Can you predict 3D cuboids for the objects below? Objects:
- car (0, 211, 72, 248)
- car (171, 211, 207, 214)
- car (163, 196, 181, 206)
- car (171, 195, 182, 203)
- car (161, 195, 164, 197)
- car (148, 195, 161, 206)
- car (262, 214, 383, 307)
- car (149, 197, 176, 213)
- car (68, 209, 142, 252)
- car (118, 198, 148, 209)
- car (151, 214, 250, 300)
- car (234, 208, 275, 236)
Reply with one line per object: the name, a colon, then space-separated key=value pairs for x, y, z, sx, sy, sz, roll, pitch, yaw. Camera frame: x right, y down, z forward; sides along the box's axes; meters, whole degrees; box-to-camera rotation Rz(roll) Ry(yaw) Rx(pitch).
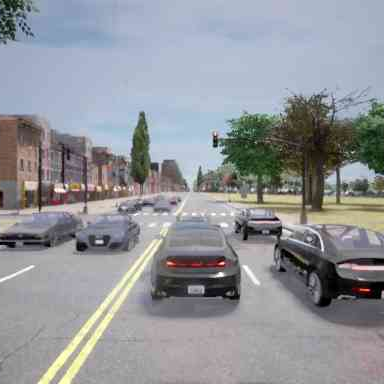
car: x=-6.599 y=1.616 z=15.378 sx=2.033 sy=1.411 sz=5.357 roll=0 pitch=0 yaw=0
car: x=0.053 y=1.684 z=17.733 sx=1.895 sy=1.301 sz=4.718 roll=0 pitch=0 yaw=0
car: x=-3.338 y=1.615 z=54.955 sx=1.895 sy=1.301 sz=4.718 roll=0 pitch=1 yaw=0
car: x=-3.245 y=1.437 z=69.358 sx=1.994 sy=1.385 sz=4.181 roll=0 pitch=1 yaw=0
car: x=-6.495 y=1.385 z=69.102 sx=1.837 sy=1.490 sz=4.892 roll=0 pitch=1 yaw=0
car: x=-6.592 y=1.581 z=52.608 sx=2.033 sy=1.411 sz=5.357 roll=0 pitch=0 yaw=0
car: x=3.331 y=1.512 z=7.986 sx=2.128 sy=1.511 sz=4.902 roll=0 pitch=0 yaw=0
car: x=-3.345 y=1.665 z=38.650 sx=2.033 sy=1.411 sz=5.357 roll=0 pitch=0 yaw=0
car: x=-3.350 y=1.624 z=13.981 sx=1.994 sy=1.385 sz=4.181 roll=0 pitch=0 yaw=0
car: x=-7.001 y=1.611 z=38.172 sx=2.128 sy=1.511 sz=4.902 roll=0 pitch=0 yaw=6
car: x=0.082 y=1.528 z=8.428 sx=1.837 sy=1.490 sz=4.892 roll=0 pitch=0 yaw=0
car: x=3.299 y=1.572 z=17.196 sx=2.128 sy=1.511 sz=4.902 roll=0 pitch=0 yaw=0
